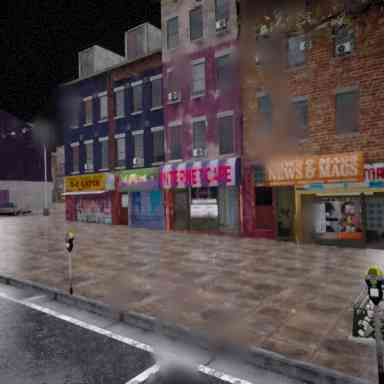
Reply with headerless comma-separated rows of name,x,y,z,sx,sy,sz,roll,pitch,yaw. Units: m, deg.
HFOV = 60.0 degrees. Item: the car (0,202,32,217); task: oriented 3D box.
car,-17.569,1.621,30.227,2.033,1.411,5.357,-2,-1,39
